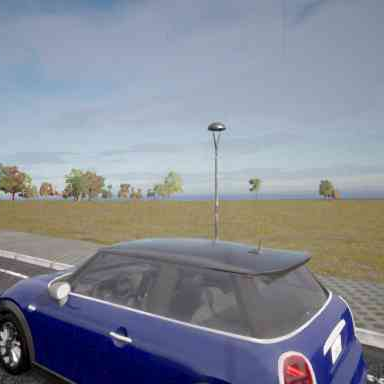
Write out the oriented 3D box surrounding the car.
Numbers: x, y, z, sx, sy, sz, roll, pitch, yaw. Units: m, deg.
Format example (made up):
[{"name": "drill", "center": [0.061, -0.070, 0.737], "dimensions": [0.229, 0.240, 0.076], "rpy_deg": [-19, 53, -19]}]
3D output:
[{"name": "car", "center": [-0.492, 1.353, 4.077], "dimensions": [4.553, 1.767, 2.097], "rpy_deg": [0, 0, 36]}]
